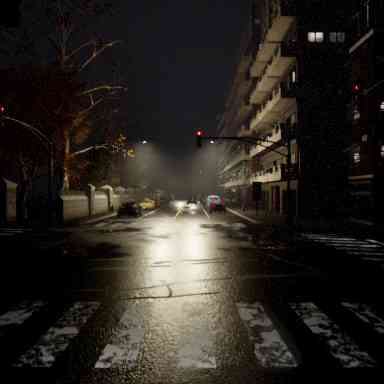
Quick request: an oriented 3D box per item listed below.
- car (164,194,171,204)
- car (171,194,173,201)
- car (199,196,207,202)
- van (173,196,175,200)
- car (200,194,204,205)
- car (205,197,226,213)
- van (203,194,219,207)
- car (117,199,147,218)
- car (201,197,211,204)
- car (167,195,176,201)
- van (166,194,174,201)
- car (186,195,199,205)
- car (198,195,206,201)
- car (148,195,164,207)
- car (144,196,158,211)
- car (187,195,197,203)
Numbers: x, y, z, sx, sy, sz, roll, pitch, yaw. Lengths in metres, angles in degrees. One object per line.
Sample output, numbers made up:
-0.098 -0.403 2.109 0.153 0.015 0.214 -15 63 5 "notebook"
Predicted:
-5.689 1.498 64.608 1.967 1.590 4.097 0 0 0 "car"
-5.689 1.508 70.237 1.967 1.590 4.097 0 0 0 "car"
2.690 1.635 81.497 1.887 1.381 4.507 0 0 0 "car"
-5.690 1.432 81.498 1.690 1.788 3.998 0 0 0 "van"
2.692 1.480 53.347 1.967 1.590 4.097 0 0 0 "car"
2.692 1.564 36.456 1.887 1.381 4.507 0 0 0 "car"
2.693 1.366 42.087 1.690 1.788 3.998 0 0 0 "van"
-5.688 1.580 30.825 1.947 1.339 4.313 0 0 0 "car"
2.691 1.602 64.607 1.887 1.381 4.507 0 0 0 "car"
-5.690 1.669 92.757 2.008 1.369 4.403 0 0 0 "car"
-5.690 1.445 87.127 1.690 1.788 3.998 0 0 0 "van"
-0.001 1.597 59.542 2.033 1.411 5.357 0 0 0 "car"
2.690 1.544 87.127 1.967 1.590 4.097 0 0 0 "car"
-5.688 1.347 47.717 2.192 1.841 5.009 0 0 0 "car"
-5.688 1.550 41.917 1.752 1.417 4.829 0 0 0 "car"
0.000 1.444 69.961 1.837 1.490 4.892 0 0 0 "car"
